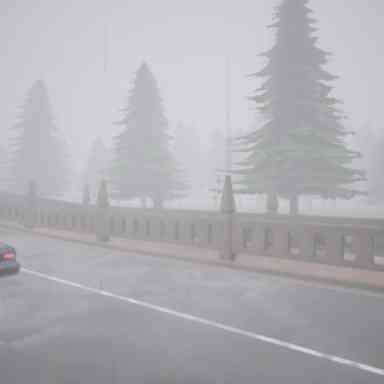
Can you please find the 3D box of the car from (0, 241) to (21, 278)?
[{"bbox_3d":[-6.666,1.552,8.932,5.357,1.411,2.033,1,0,37],"label":"car"}]
